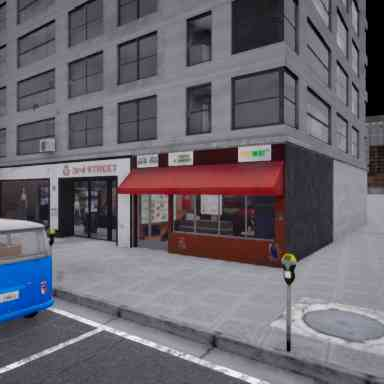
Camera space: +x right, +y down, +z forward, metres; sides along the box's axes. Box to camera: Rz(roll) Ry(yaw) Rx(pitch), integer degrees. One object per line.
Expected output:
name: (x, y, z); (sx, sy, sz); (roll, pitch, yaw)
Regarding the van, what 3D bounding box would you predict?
van: (-4.259, 1.341, 6.093); (3.998, 1.788, 1.690); (0, 0, 35)
